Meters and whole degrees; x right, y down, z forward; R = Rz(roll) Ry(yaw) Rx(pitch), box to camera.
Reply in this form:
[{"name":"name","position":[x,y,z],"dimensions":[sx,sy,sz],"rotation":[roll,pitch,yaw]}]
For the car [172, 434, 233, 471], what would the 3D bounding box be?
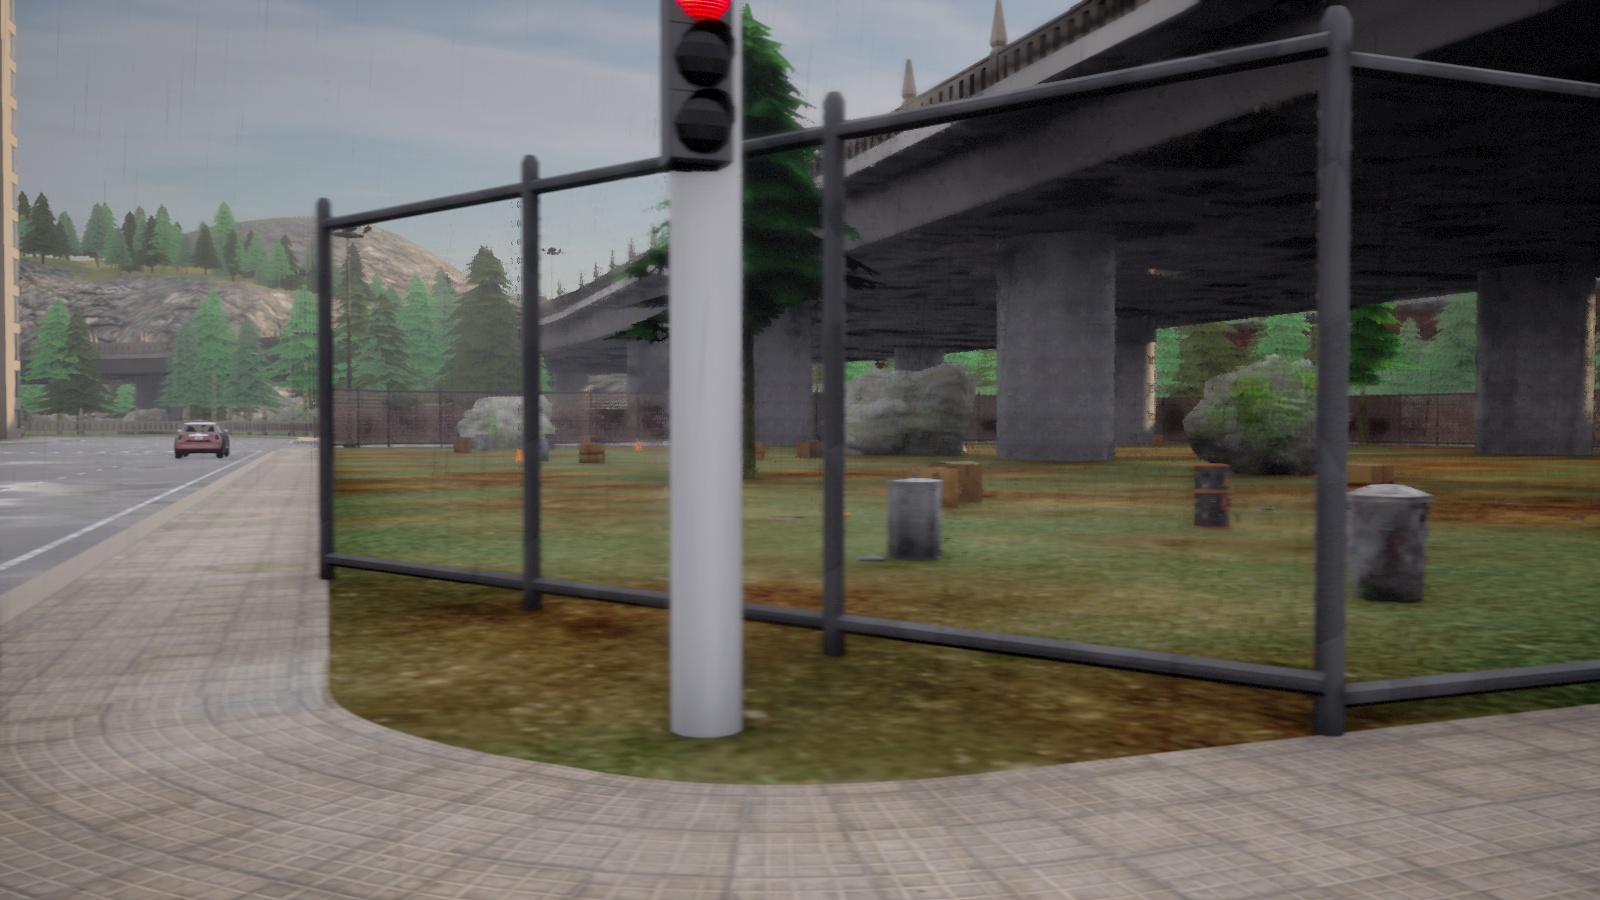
[{"name":"car","position":[-25.226,0.076,53.115],"dimensions":[1.970,1.475,3.806],"rotation":[-2,1,-21]}]
